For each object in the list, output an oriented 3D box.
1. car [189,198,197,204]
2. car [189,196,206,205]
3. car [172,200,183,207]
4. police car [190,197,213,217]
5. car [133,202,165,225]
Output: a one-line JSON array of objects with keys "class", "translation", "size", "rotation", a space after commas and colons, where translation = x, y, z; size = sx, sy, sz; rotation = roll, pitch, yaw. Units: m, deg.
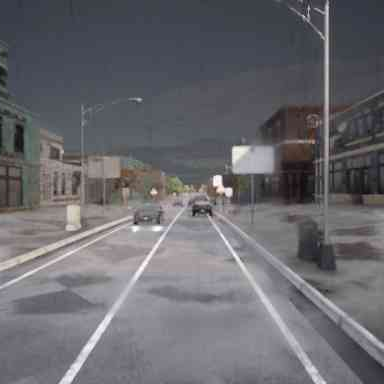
[{"class": "car", "translation": [0.225, 2.211, 81.592], "size": [2.033, 1.411, 5.357], "rotation": [0, -1, 0]}, {"class": "car", "translation": [1.017, 1.504, 43.034], "size": [2.150, 2.045, 5.566], "rotation": [0, -1, 0]}, {"class": "car", "translation": [-2.832, 2.197, 65.648], "size": [1.994, 1.385, 4.181], "rotation": [0, -1, 1]}, {"class": "police car", "translation": [0.990, 1.543, 33.112], "size": [1.930, 1.638, 5.238], "rotation": [0, -1, 0]}, {"class": "car", "translation": [-3.033, 1.516, 24.155], "size": [1.837, 1.490, 4.892], "rotation": [0, 0, 0]}]
